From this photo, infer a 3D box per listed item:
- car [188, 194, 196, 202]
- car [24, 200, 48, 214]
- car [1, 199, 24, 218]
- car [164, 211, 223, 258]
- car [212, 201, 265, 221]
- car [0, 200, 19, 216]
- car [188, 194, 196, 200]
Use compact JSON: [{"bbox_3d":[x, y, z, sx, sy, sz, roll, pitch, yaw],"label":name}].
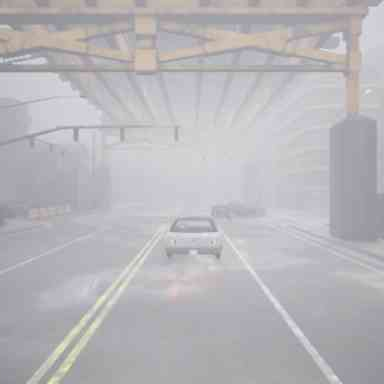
[{"bbox_3d":[0.016,1.427,74.731,1.837,1.490,4.892,0,0,0],"label":"car"},{"bbox_3d":[-16.755,1.449,32.412,4.974,1.542,2.038,0,0,-20],"label":"car"},{"bbox_3d":[-17.082,1.450,28.253,4.974,1.542,2.038,0,0,25],"label":"car"},{"bbox_3d":[0.065,1.599,12.639,1.895,1.301,4.718,0,0,0],"label":"car"},{"bbox_3d":[3.880,1.489,27.313,4.902,1.511,2.128,0,-1,-33],"label":"car"},{"bbox_3d":[-17.130,1.292,28.274,4.536,1.218,1.853,0,0,25],"label":"car"},{"bbox_3d":[0.018,1.300,85.146,1.882,1.535,5.008,0,1,0],"label":"car"}]
